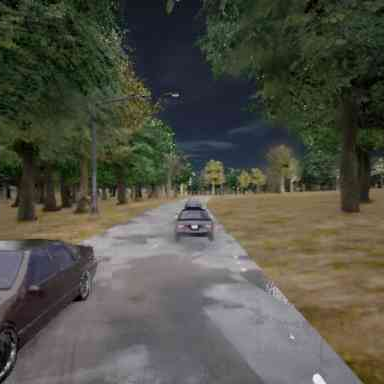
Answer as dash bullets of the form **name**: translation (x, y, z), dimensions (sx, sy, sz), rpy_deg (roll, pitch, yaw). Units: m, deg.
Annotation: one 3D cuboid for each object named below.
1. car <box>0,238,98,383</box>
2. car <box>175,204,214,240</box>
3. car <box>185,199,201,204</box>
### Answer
- **car**: translation (-3.096, 1.545, 5.558), dimensions (2.033, 1.411, 5.357), rpy_deg (0, 0, 0)
- **car**: translation (0.105, 1.541, 16.790), dimensions (2.033, 1.411, 5.357), rpy_deg (0, 0, 0)
- **car**: translation (0.156, 1.519, 40.771), dimensions (1.994, 1.385, 4.181), rpy_deg (0, 0, 1)
